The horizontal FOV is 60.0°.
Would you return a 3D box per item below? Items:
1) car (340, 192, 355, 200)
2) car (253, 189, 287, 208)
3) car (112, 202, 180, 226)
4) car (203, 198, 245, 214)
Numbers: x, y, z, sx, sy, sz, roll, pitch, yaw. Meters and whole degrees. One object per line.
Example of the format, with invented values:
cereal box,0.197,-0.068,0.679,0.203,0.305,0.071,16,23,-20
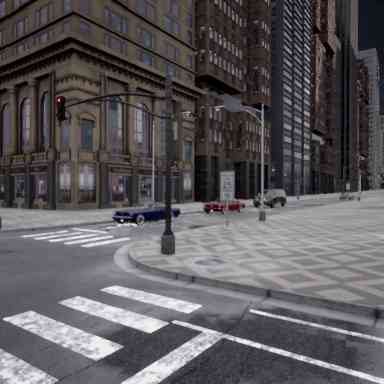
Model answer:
car,27.115,0.682,58.122,2.033,1.411,5.357,0,1,33
car,9.063,0.695,38.299,2.150,2.045,5.566,0,1,36
car,-2.877,1.350,21.557,1.895,1.301,4.718,0,1,36
car,2.924,1.216,29.691,1.895,1.301,4.718,0,1,35
